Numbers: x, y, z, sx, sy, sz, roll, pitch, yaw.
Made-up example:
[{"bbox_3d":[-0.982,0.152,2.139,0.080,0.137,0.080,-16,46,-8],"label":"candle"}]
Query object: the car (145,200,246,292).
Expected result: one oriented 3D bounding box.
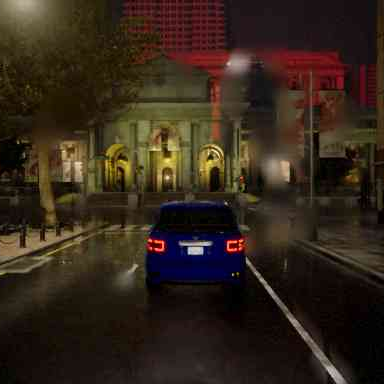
[{"bbox_3d":[0.099,1.221,9.078,2.150,2.045,5.566,0,0,1],"label":"car"}]
